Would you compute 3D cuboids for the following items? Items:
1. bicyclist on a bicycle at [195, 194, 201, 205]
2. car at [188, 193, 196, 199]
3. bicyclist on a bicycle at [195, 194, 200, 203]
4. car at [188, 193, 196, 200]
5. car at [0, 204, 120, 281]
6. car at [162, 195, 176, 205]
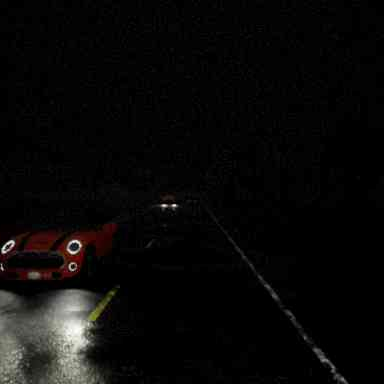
[{"bbox_3d":[0.980,1.141,50.857,0.866,1.612,1.509,0,0,0],"label":"bicyclist on a bicycle"},{"bbox_3d":[0.060,0.902,84.178,2.033,1.411,5.357,0,0,0],"label":"car"},{"bbox_3d":[0.988,1.088,60.163,0.866,1.612,1.509,0,0,0],"label":"bicyclist on a bicycle"},{"bbox_3d":[0.052,1.101,73.348,1.812,1.442,4.674,0,0,0],"label":"car"},{"bbox_3d":[-3.595,1.294,9.813,2.097,1.767,4.553,0,0,0],"label":"car"},{"bbox_3d":[-3.529,1.174,52.220,1.882,1.535,5.008,0,0,0],"label":"car"}]
